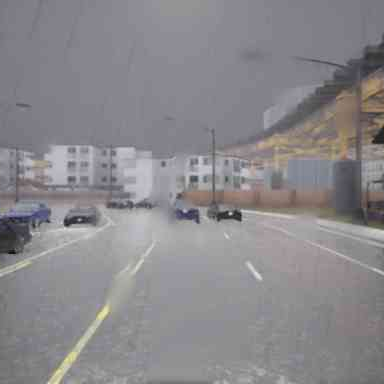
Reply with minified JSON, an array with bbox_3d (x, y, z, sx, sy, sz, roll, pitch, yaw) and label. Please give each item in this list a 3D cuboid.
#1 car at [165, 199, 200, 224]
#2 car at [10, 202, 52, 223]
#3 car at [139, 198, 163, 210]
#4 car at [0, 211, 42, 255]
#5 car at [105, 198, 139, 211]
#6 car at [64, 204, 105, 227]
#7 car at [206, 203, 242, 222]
[{"bbox_3d":[-0.788,1.336,24.918,2.097,1.767,4.553,0,0,-9],"label":"car"},{"bbox_3d":[-10.795,1.464,22.175,1.882,1.535,5.008,0,0,-9],"label":"car"},{"bbox_3d":[-5.479,1.501,42.239,1.812,1.442,4.674,0,0,-40],"label":"car"},{"bbox_3d":[-7.072,1.541,10.515,2.033,1.411,5.357,0,0,0],"label":"car"},{"bbox_3d":[-9.024,1.468,40.932,2.128,1.511,4.902,0,0,-42],"label":"car"},{"bbox_3d":[-7.342,1.551,22.745,1.994,1.385,4.181,0,0,-9],"label":"car"},{"bbox_3d":[2.471,1.549,26.420,1.994,1.385,4.181,0,0,-11],"label":"car"}]
